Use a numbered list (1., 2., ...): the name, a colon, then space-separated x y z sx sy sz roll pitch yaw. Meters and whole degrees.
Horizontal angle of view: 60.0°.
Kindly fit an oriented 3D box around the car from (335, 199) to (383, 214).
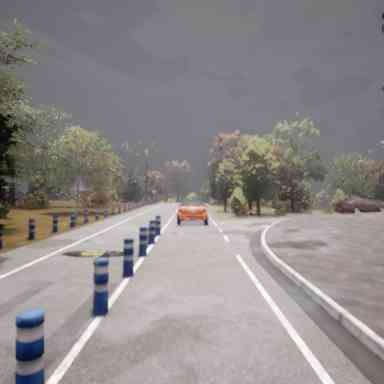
1. car: 15.723 1.373 31.000 5.008 1.535 1.882 0 -6 -19

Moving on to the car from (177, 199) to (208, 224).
1. car: 0.037 1.294 24.113 2.097 1.767 4.553 1 0 0
